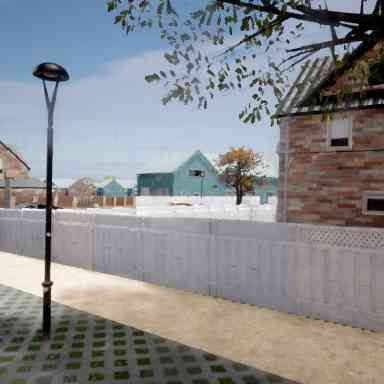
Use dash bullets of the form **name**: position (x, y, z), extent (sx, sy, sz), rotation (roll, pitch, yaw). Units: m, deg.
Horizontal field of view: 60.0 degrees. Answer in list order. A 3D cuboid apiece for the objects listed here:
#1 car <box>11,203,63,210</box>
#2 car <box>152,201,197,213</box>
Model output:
- **car**: position (-11.524, 1.540, 23.414), extent (1.837, 1.490, 4.892), rotation (3, 2, 43)
- **car**: position (-1.679, 1.661, 32.784), extent (5.008, 1.535, 1.882), rotation (1, 1, -39)
